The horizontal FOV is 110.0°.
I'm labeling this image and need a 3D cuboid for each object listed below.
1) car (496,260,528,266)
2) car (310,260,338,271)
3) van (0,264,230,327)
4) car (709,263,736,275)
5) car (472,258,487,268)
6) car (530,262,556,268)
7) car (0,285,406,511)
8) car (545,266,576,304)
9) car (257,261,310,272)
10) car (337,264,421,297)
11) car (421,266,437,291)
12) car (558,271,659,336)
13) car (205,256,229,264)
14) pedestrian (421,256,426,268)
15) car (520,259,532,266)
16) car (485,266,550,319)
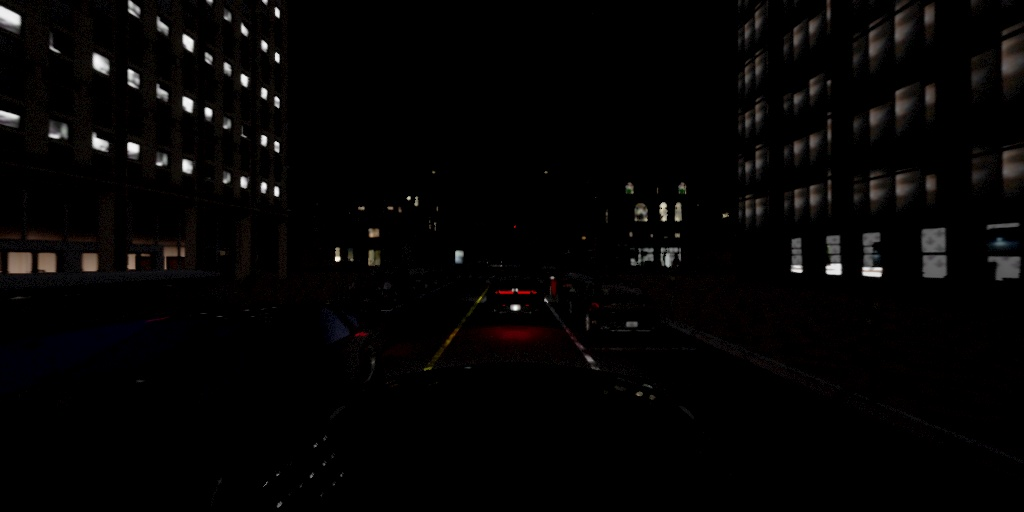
[{"bbox_3d":[0.104,1.240,27.141,1.882,1.535,5.008,0,-1,2],"label":"car"},{"bbox_3d":[-25.439,1.216,48.106,4.829,1.417,1.751,0,0,1],"label":"car"},{"bbox_3d":[-5.689,1.092,4.564,1.690,1.789,3.998,0,0,0],"label":"van"},{"bbox_3d":[23.654,1.446,38.919,4.207,1.307,1.802,0,0,1],"label":"car"},{"bbox_3d":[-5.672,1.360,59.719,1.802,1.307,4.207,0,0,0],"label":"car"},{"bbox_3d":[2.699,1.312,27.313,2.007,1.370,4.403,0,0,0],"label":"car"},{"bbox_3d":[-3.099,1.299,4.164,2.033,1.411,5.357,0,0,0],"label":"car"},{"bbox_3d":[2.696,1.302,15.929,1.888,1.381,4.507,0,0,0],"label":"car"},{"bbox_3d":[-25.403,1.192,39.724,4.403,1.370,2.007,0,0,1],"label":"car"},{"bbox_3d":[-5.685,1.197,15.948,1.967,1.591,4.097,0,0,0],"label":"car"},{"bbox_3d":[-5.683,1.310,21.640,2.007,1.370,4.403,0,0,0],"label":"car"},{"bbox_3d":[2.694,1.304,10.237,2.007,1.370,4.403,0,0,0],"label":"car"},{"bbox_3d":[-30.939,0.933,39.811,5.009,1.841,2.192,0,0,1],"label":"car"},{"bbox_3d":[-12.536,0.904,50.855,0.375,1.860,0.375,0,-1,1],"label":"pedestrian"},{"bbox_3d":[2.709,1.343,59.703,1.948,1.339,4.313,0,0,0],"label":"car"},{"bbox_3d":[0.102,1.259,12.873,1.837,1.490,4.892,0,0,0],"label":"car"}]
